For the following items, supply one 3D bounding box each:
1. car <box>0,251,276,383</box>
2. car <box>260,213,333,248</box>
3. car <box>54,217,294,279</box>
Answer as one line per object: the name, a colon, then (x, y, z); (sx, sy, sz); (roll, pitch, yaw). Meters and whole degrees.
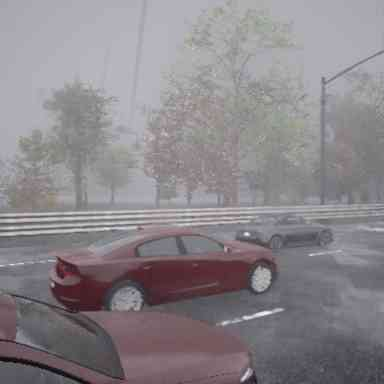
car: (-1.599, 1.521, 2.349); (4.674, 1.442, 1.812); (0, 0, -31)
car: (3.814, 1.583, 13.683); (4.181, 1.385, 1.994); (0, 0, -30)
car: (-0.353, 1.479, 7.177); (5.008, 1.535, 1.882); (0, 0, -31)
